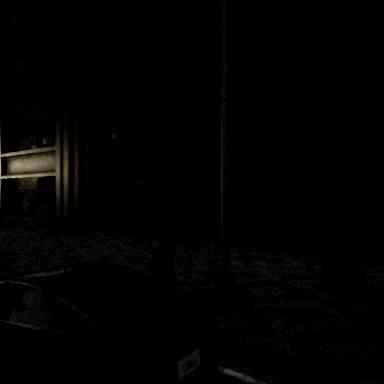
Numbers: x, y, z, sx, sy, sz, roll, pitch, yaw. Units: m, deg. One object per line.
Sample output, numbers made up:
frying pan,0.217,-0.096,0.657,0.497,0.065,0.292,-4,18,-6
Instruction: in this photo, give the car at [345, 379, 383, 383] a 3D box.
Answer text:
car,2.718,1.518,1.027,4.829,1.417,1.752,0,0,35

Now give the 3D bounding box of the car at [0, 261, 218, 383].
car,-1.719,1.581,4.189,4.313,1.339,1.947,0,0,35
